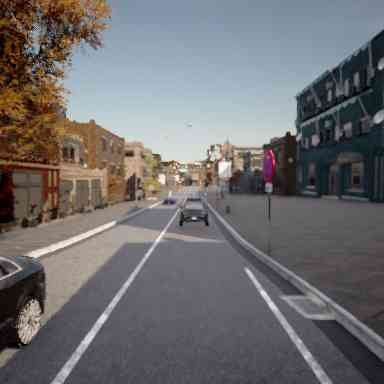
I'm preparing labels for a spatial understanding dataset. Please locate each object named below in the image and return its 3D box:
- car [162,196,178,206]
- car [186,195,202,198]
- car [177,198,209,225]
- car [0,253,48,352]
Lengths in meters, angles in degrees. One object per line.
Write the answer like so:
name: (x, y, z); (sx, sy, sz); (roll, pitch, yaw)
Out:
car: (-2.928, 1.159, 44.979); (1.895, 1.301, 4.718); (0, 1, 1)
car: (0.241, 1.073, 42.167); (1.882, 1.535, 5.008); (0, 1, 0)
car: (0.139, 1.377, 22.309); (1.812, 1.442, 4.674); (0, 1, 0)
car: (-3.258, 1.483, 3.445); (2.128, 1.511, 4.902); (0, 0, 0)
